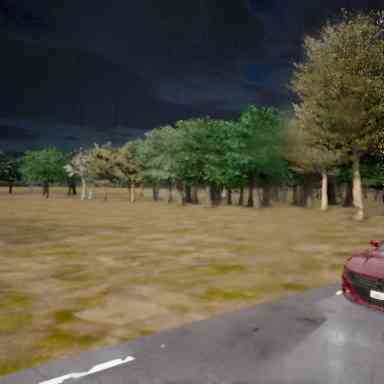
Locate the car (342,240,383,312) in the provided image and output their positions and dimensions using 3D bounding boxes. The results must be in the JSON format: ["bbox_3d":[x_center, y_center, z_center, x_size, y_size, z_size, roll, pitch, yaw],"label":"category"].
[{"bbox_3d":[5.175,1.473,7.067,5.008,1.535,1.882,0,0,-35],"label":"car"}]
